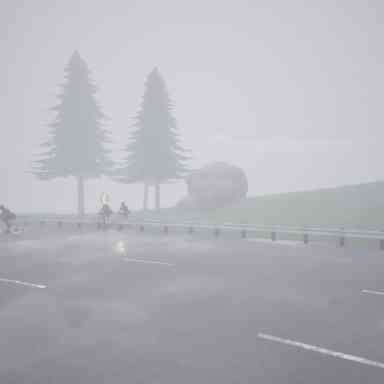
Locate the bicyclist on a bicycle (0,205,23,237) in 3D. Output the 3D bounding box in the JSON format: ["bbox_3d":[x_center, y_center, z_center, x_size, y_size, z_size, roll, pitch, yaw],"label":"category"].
[{"bbox_3d":[-9.219,1.455,16.437,1.656,1.620,0.582,-2,0,-6],"label":"bicyclist on a bicycle"}]

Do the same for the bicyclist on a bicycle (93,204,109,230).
[{"bbox_3d":[-5.143,1.416,19.708,0.582,1.620,1.656,0,-4,36],"label":"bicyclist on a bicycle"}]

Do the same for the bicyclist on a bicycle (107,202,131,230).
[{"bbox_3d":[-3.965,1.426,19.317,0.582,1.620,1.656,0,-5,24],"label":"bicyclist on a bicycle"}]
